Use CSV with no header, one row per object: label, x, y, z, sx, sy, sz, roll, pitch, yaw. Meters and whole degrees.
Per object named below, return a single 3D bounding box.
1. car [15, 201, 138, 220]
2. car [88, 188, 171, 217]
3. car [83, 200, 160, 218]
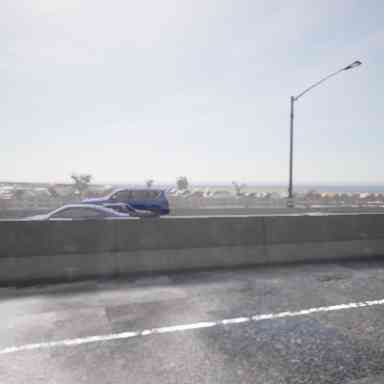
car,-4.705,1.217,13.049,4.674,1.442,1.812,0,1,-19
car,-4.086,0.783,20.635,5.566,2.045,2.150,0,1,-19
car,-4.270,1.228,16.890,4.718,1.301,1.895,0,1,-19
